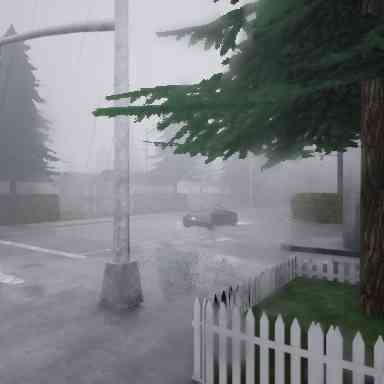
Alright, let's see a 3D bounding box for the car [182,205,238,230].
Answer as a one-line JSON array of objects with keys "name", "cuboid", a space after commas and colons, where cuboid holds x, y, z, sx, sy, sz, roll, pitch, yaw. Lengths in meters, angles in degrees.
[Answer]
[{"name": "car", "cuboid": [1.234, 1.469, 20.690, 1.994, 1.385, 4.181, 1, 1, 35]}]
